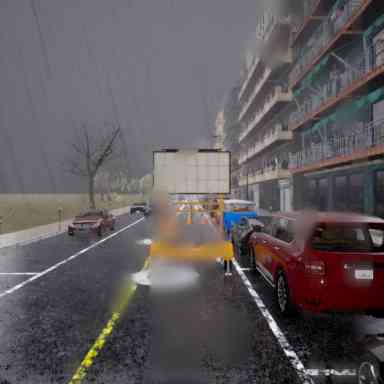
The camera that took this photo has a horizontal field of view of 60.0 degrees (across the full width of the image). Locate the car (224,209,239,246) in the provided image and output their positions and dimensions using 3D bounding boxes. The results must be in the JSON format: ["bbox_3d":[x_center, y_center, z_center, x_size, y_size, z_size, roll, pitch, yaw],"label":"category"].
[{"bbox_3d":[2.561,1.569,13.021,1.947,1.339,4.313,1,0,0],"label":"car"}]

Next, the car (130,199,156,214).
[{"bbox_3d":[-5.343,1.573,35.125,1.947,1.339,4.313,1,0,0],"label":"car"}]

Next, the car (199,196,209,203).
[{"bbox_3d":[2.500,1.544,69.802,1.752,1.417,4.829,1,0,0],"label":"car"}]

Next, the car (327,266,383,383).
[{"bbox_3d":[2.573,1.566,1.699,1.947,1.339,4.313,1,0,0],"label":"car"}]

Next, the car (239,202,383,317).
[{"bbox_3d":[2.570,1.317,7.361,2.192,1.841,5.009,1,0,0],"label":"car"}]

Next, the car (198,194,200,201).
[{"bbox_3d":[2.506,1.542,64.141,1.752,1.417,4.829,1,0,0],"label":"car"}]

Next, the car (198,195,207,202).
[{"bbox_3d":[2.488,1.463,80.954,1.967,1.590,4.097,1,0,0],"label":"car"}]

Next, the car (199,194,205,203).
[{"bbox_3d":[2.527,1.325,46.988,2.192,1.841,5.009,1,0,0],"label":"car"}]

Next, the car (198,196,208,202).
[{"bbox_3d":[2.493,1.571,75.293,2.008,1.369,4.403,1,0,0],"label":"car"}]

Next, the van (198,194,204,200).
[{"bbox_3d":[2.477,1.369,92.276,1.690,1.788,3.998,1,0,0],"label":"van"}]

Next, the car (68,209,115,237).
[{"bbox_3d":[-5.325,1.586,18.163,1.802,1.307,4.206,1,0,0],"label":"car"}]

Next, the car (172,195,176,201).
[{"bbox_3d":[-5.399,1.576,86.011,2.008,1.369,4.403,1,0,0],"label":"car"}]

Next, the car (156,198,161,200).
[{"bbox_3d":[-5.356,1.592,46.433,1.802,1.307,4.206,1,0,0],"label":"car"}]

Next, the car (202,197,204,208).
[{"bbox_3d":[2.530,1.591,41.327,1.802,1.307,4.206,1,0,0],"label":"car"}]

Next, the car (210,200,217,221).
[{"bbox_3d":[2.549,1.530,24.514,1.752,1.417,4.829,1,0,0],"label":"car"}]

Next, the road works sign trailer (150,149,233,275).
[{"bbox_3d":[-0.010,0.466,10.405,2.380,3.560,2.880,0,0,0],"label":"road works sign trailer"}]

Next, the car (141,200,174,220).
[{"bbox_3d":[-2.880,1.607,28.547,1.895,1.301,4.718,0,0,0],"label":"car"}]

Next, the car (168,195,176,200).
[{"bbox_3d":[-5.405,1.579,91.665,2.008,1.369,4.403,1,0,0],"label":"car"}]

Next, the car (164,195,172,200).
[{"bbox_3d":[-5.374,1.541,63.225,1.752,1.417,4.829,1,0,0],"label":"car"}]

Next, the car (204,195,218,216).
[{"bbox_3d":[2.545,1.321,30.005,2.192,1.841,5.009,1,0,0],"label":"car"}]

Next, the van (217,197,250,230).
[{"bbox_3d":[2.557,1.345,18.683,1.690,1.788,3.998,1,0,0],"label":"van"}]

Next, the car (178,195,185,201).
[{"bbox_3d":[-2.845,1.574,89.032,2.033,1.411,5.357,0,0,0],"label":"car"}]
